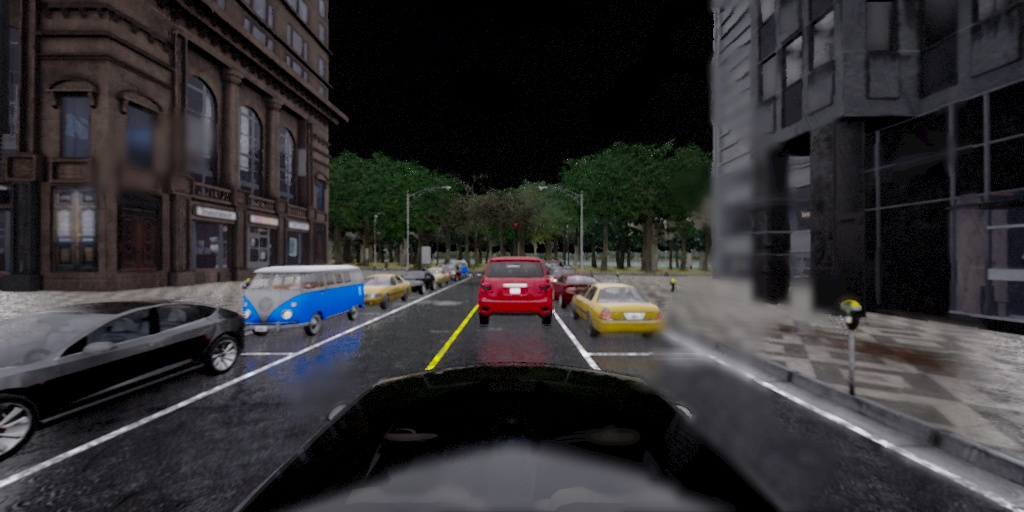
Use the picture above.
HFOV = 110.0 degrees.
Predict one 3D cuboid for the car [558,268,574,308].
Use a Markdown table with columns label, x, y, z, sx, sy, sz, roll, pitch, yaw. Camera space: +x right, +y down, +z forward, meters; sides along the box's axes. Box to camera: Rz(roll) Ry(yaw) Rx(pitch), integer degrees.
| label | x | y | z | sx | sy | sz | roll | pitch | yaw |
| --- | --- | --- | --- | --- | --- | --- | --- | --- | --- |
| car | 2.809 | 1.401 | 15.707 | 1.888 | 1.381 | 4.507 | 0 | 0 | 0 |

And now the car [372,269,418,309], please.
| label | x | y | z | sx | sy | sz | roll | pitch | yaw |
| --- | --- | --- | --- | --- | --- | --- | --- | --- | --- |
| car | -5.717 | 1.381 | 15.568 | 1.751 | 1.417 | 4.829 | 0 | 0 | 0 |

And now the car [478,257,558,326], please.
| label | x | y | z | sx | sy | sz | roll | pitch | yaw |
| --- | --- | --- | --- | --- | --- | --- | --- | --- | --- |
| car | 0.130 | 1.051 | 12.262 | 2.150 | 2.045 | 5.566 | 0 | -1 | 1 |

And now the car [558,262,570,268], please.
| label | x | y | z | sx | sy | sz | roll | pitch | yaw |
| --- | --- | --- | --- | --- | --- | --- | --- | --- | --- |
| car | 2.829 | 1.338 | 21.144 | 1.967 | 1.591 | 4.097 | 0 | 0 | 0 |

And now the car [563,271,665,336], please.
| label | x | y | z | sx | sy | sz | roll | pitch | yaw |
| --- | --- | --- | --- | --- | --- | --- | --- | --- | --- |
| car | 2.790 | 1.340 | 10.439 | 1.751 | 1.417 | 4.829 | 0 | 0 | 0 |

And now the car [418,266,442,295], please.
| label | x | y | z | sx | sy | sz | roll | pitch | yaw |
| --- | --- | --- | --- | --- | --- | --- | --- | --- | --- |
| car | -5.696 | 1.464 | 21.175 | 1.948 | 1.339 | 4.313 | 0 | 0 | 0 |

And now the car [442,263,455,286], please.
| label | x | y | z | sx | sy | sz | roll | pitch | yaw |
| --- | --- | --- | --- | --- | --- | --- | --- | --- | --- |
| car | -5.677 | 1.466 | 26.443 | 1.751 | 1.417 | 4.829 | 0 | 0 | 0 |

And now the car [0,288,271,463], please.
| label | x | y | z | sx | sy | sz | roll | pitch | yaw |
| --- | --- | --- | --- | --- | --- | --- | --- | --- | --- |
| car | -5.756 | 1.339 | 4.863 | 1.948 | 1.339 | 4.313 | 0 | 0 | 0 |

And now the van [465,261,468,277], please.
| label | x | y | z | sx | sy | sz | roll | pitch | yaw |
| --- | --- | --- | --- | --- | --- | --- | --- | --- | --- |
| van | -5.637 | 1.367 | 37.487 | 1.690 | 1.789 | 3.998 | 0 | 0 | 0 |

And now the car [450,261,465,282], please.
| label | x | y | z | sx | sy | sz | roll | pitch | yaw |
| --- | --- | --- | --- | --- | --- | --- | --- | --- | --- |
| car | -5.657 | 1.423 | 32.050 | 1.967 | 1.591 | 4.097 | 0 | 0 | 0 |

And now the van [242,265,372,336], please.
| label | x | y | z | sx | sy | sz | roll | pitch | yaw |
| --- | --- | --- | --- | --- | --- | --- | --- | --- | --- |
| van | -5.736 | 1.155 | 10.301 | 1.690 | 1.789 | 3.998 | 0 | 0 | 0 |
